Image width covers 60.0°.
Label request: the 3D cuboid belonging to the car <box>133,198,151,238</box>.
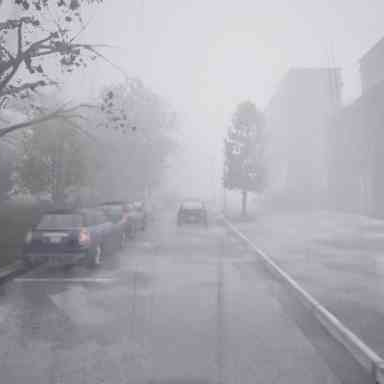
[{"bbox_3d":[-3.658,1.250,16.801,2.185,1.767,4.553,0,1,2],"label":"car"}]

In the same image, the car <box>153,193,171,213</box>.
[{"bbox_3d":[-3.652,1.215,33.732,1.946,1.575,5.366,0,1,2],"label":"car"}]

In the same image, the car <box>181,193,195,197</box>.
[{"bbox_3d":[0.081,1.230,39.322,2.033,1.411,5.357,0,1,0],"label":"car"}]

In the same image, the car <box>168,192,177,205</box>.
[{"bbox_3d":[-3.660,1.137,44.718,2.163,1.488,4.792,0,1,2],"label":"car"}]

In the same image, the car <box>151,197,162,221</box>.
[{"bbox_3d":[-3.658,1.326,22.398,2.231,1.521,4.892,0,1,2],"label":"car"}]

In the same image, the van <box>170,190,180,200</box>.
[{"bbox_3d":[-3.662,0.586,72.655,1.878,1.987,4.442,0,1,2],"label":"van"}]

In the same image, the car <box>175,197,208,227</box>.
[{"bbox_3d":[0.047,1.329,21.692,1.882,1.535,5.008,0,1,0],"label":"car"}]

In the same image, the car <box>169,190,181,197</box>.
[{"bbox_3d":[-3.664,0.931,61.395,2.097,1.535,5.008,0,1,2],"label":"car"}]

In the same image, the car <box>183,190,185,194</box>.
[{"bbox_3d":[-3.668,0.699,83.675,2.097,1.535,5.008,0,1,2],"label":"car"}]

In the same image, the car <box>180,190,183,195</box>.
[{"bbox_3d":[-3.665,0.620,66.997,2.435,2.045,5.566,0,1,2],"label":"car"}]

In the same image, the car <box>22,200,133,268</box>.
[{"bbox_3d":[-3.657,1.299,11.231,2.185,1.767,4.553,0,1,2],"label":"car"}]
